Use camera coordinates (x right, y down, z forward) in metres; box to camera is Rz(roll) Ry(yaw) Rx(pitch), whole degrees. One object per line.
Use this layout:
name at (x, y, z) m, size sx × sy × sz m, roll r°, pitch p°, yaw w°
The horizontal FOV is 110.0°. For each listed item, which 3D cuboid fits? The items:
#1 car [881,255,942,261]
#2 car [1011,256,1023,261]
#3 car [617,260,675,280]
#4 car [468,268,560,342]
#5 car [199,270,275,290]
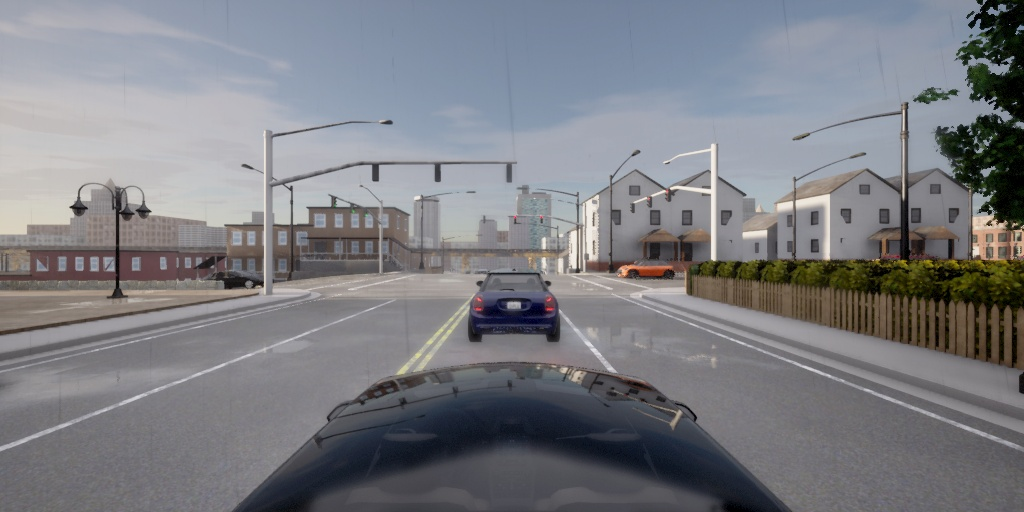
car at (31.430, 0.971, 27.611) m, size 5.566 × 2.045 × 2.150 m, roll 0°, pitch 0°, yaw -1°
car at (45.832, 0.974, 31.494) m, size 5.566 × 2.045 × 2.150 m, roll 0°, pitch 0°, yaw 0°
car at (11.502, 1.102, 30.980) m, size 4.553 × 1.767 × 2.097 m, roll 0°, pitch 0°, yaw -1°
car at (0.056, 1.102, 9.967) m, size 2.097 × 1.767 × 4.553 m, roll 0°, pitch 0°, yaw 0°
car at (-20.506, 1.789, 26.777) m, size 4.892 × 1.490 × 1.837 m, roll -5°, pitch 0°, yaw -1°
